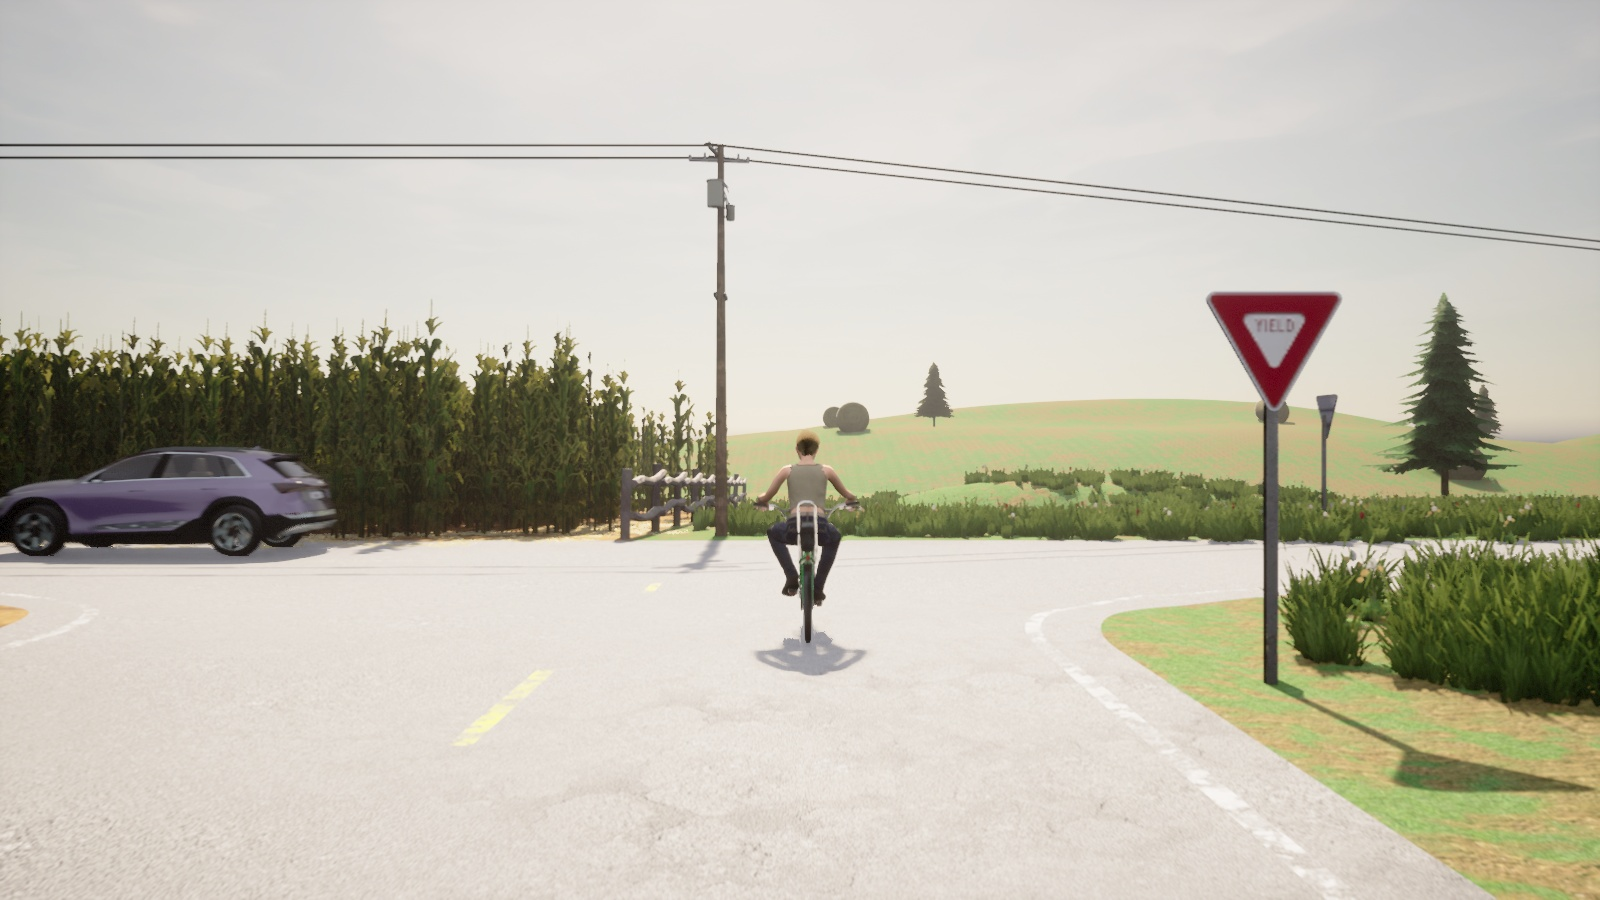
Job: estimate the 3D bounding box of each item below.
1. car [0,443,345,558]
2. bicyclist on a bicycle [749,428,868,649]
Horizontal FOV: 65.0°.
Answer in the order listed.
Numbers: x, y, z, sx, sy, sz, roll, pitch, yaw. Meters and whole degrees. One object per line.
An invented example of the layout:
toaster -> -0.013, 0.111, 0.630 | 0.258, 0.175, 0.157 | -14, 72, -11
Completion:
car -> -9.807, 0.738, 19.337 | 4.856, 1.649, 2.033 | 0, 0, 0
bicyclist on a bicycle -> 0.057, 0.648, 9.947 | 0.866, 1.612, 1.509 | 0, 0, 0
